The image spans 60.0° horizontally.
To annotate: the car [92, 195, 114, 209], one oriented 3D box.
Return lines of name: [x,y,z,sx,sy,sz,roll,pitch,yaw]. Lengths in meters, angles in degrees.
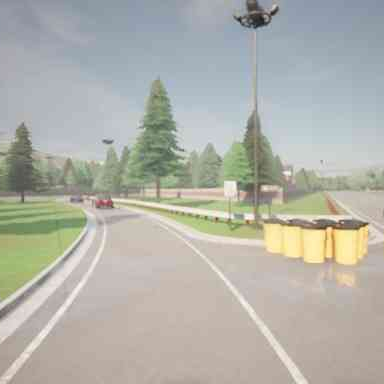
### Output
car: [-11.353,1.165,42.091,2.097,1.767,4.553,0,0,-24]

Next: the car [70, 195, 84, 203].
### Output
car: [-20.968,1.242,60.508,2.128,1.511,4.902,0,0,-28]
